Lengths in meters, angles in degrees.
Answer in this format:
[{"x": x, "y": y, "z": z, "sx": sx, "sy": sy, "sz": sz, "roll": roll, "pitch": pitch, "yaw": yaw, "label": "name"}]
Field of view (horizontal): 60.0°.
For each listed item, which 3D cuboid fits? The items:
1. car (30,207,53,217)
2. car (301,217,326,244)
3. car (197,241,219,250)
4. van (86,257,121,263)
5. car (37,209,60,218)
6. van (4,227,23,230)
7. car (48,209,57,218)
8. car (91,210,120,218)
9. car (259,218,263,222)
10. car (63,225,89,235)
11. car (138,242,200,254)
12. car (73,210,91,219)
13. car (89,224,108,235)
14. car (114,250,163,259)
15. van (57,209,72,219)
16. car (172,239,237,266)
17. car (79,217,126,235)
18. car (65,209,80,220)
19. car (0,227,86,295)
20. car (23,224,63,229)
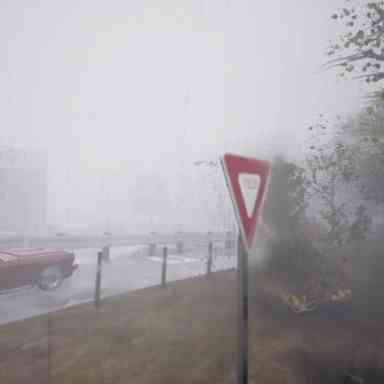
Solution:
[{"x": -33.769, "y": 4.482, "z": 74.750, "sx": 2.185, "sy": 1.767, "sz": 4.553, "roll": 0, "pitch": 1, "yaw": 19, "label": "car"}, {"x": 8.271, "y": 2.851, "z": 24.693, "sx": 2.150, "sy": 2.045, "sz": 5.566, "roll": 0, "pitch": -4, "yaw": 37, "label": "car"}, {"x": -0.773, "y": 4.540, "z": 24.451, "sx": 5.566, "sy": 2.045, "sz": 2.435, "roll": 1, "pitch": 0, "yaw": 17, "label": "car"}, {"x": -6.172, "y": 4.570, "z": 17.199, "sx": 4.442, "sy": 1.987, "sz": 1.878, "roll": 1, "pitch": 0, "yaw": 17, "label": "van"}, {"x": -31.445, "y": 4.656, "z": 72.840, "sx": 2.002, "sy": 1.452, "sz": 4.674, "roll": 0, "pitch": 1, "yaw": 19, "label": "car"}, {"x": -17.887, "y": 4.513, "z": 30.160, "sx": 4.442, "sy": 1.987, "sz": 1.878, "roll": -1, "pitch": 0, "yaw": 17, "label": "van"}, {"x": -26.752, "y": 4.633, "z": 69.083, "sx": 2.097, "sy": 1.535, "sz": 5.008, "roll": 0, "pitch": 1, "yaw": 19, "label": "car"}, {"x": -15.026, "y": 4.427, "z": 59.669, "sx": 2.435, "sy": 2.045, "sz": 5.566, "roll": 0, "pitch": 1, "yaw": 19, "label": "car"}, {"x": 10.563, "y": 4.730, "z": 50.334, "sx": 1.837, "sy": 1.490, "sz": 4.892, "roll": 0, "pitch": -1, "yaw": -35, "label": "car"}, {"x": -14.166, "y": 4.483, "z": 34.839, "sx": 5.566, "sy": 2.045, "sz": 2.435, "roll": -1, "pitch": -1, "yaw": 17, "label": "car"}, {"x": -2.657, "y": 4.540, "z": 22.039, "sx": 5.566, "sy": 2.045, "sz": 2.435, "roll": 1, "pitch": 1, "yaw": 17, "label": "car"}, {"x": -19.665, "y": 4.654, "z": 63.624, "sx": 1.946, "sy": 1.575, "sz": 5.366, "roll": 0, "pitch": 1, "yaw": 19, "label": "car"}, {"x": -12.376, "y": 4.763, "z": 37.205, "sx": 4.792, "sy": 1.488, "sz": 2.163, "roll": -1, "pitch": -1, "yaw": 17, "label": "car"}, {"x": -4.429, "y": 4.668, "z": 19.620, "sx": 4.553, "sy": 1.767, "sz": 2.185, "roll": 1, "pitch": 1, "yaw": 17, "label": "car"}, {"x": -24.450, "y": 4.418, "z": 67.085, "sx": 1.878, "sy": 1.987, "sz": 4.442, "roll": 0, "pitch": 1, "yaw": 19, "label": "van"}, {"x": 1.051, "y": 4.819, "z": 26.863, "sx": 4.792, "sy": 1.488, "sz": 2.163, "roll": 1, "pitch": 0, "yaw": 17, "label": "car"}, {"x": -10.643, "y": 4.482, "z": 39.553, "sx": 5.566, "sy": 2.045, "sz": 2.435, "roll": -1, "pitch": 0, "yaw": 17, "label": "car"}, {"x": -22.075, "y": 4.691, "z": 65.320, "sx": 2.002, "sy": 1.452, "sz": 4.674, "roll": 0, "pitch": 1, "yaw": 19, "label": "car"}, {"x": -4.999, "y": 1.708, "z": 7.307, "sx": 1.895, "sy": 1.301, "sz": 4.718, "roll": 0, "pitch": -1, "yaw": 37, "label": "car"}, {"x": -15.957, "y": 4.485, "z": 32.484, "sx": 5.566, "sy": 2.045, "sz": 2.435, "roll": -1, "pitch": -1, "yaw": 17, "label": "car"}]
